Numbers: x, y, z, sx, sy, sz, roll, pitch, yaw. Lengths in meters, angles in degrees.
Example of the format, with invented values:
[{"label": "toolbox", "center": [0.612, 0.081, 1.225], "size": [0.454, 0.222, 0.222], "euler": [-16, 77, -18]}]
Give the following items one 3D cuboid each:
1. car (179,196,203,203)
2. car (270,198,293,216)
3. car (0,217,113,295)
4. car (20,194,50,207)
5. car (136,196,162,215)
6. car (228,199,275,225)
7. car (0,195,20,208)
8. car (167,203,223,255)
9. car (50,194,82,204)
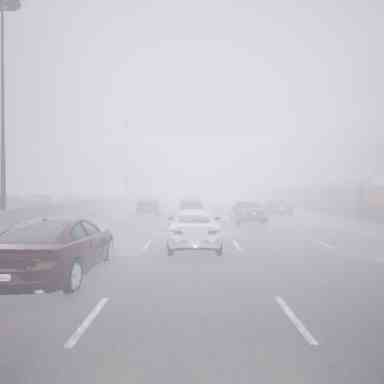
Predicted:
[{"label": "car", "center": [-0.106, 1.115, 28.427], "size": [1.882, 1.535, 5.008], "euler": [0, 1, -1]}, {"label": "car", "center": [6.909, 1.211, 27.681], "size": [1.994, 1.385, 4.181], "euler": [0, 1, -1]}, {"label": "car", "center": [-3.399, 1.367, 8.503], "size": [1.882, 1.535, 5.008], "euler": [0, 1, 0]}, {"label": "car", "center": [-18.048, 1.001, 39.495], "size": [1.837, 1.490, 4.892], "euler": [0, 1, -1]}, {"label": "car", "center": [-3.606, 1.114, 28.419], "size": [1.882, 1.535, 5.008], "euler": [0, 1, -1]}, {"label": "car", "center": [3.529, 1.272, 21.500], "size": [2.033, 1.411, 5.357], "euler": [0, 1, -1]}, {"label": "car", "center": [-21.538, 1.051, 38.882], "size": [2.033, 1.411, 5.357], "euler": [0, 1, -1]}, {"label": "car", "center": [0.084, 1.366, 12.410], "size": [1.812, 1.442, 4.674], "euler": [0, 1, 0]}, {"label": "car", "center": [-14.550, 0.987, 39.602], "size": [2.128, 1.511, 4.902], "euler": [0, 1, -1]}]
